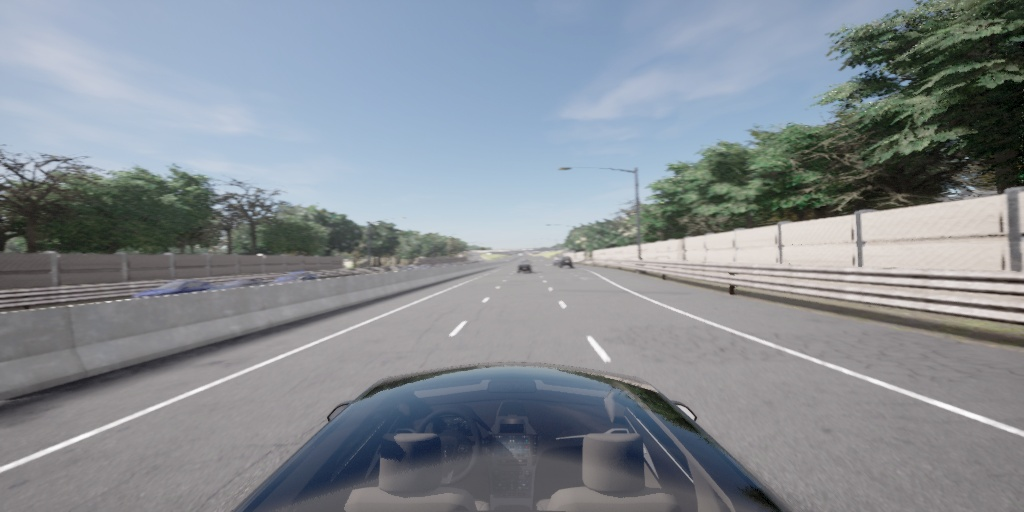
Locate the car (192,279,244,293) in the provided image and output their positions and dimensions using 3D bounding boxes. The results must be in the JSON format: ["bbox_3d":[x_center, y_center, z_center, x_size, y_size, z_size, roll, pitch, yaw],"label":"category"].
[{"bbox_3d":[-16.959,2.151,22.423,1.994,1.385,4.181,-2,0,2],"label":"car"}]

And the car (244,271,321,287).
[{"bbox_3d":[-13.473,1.936,22.172,2.128,1.511,4.902,-2,0,2],"label":"car"}]

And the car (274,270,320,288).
[{"bbox_3d":[-22.583,2.413,37.892,1.882,1.535,5.008,-2,0,-1],"label":"car"}]

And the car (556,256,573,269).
[{"bbox_3d":[9.441,1.116,63.100,2.150,2.045,5.566,-2,-1,3],"label":"car"}]

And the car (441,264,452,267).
[{"bbox_3d":[-11.576,2.224,63.223,1.837,1.490,4.892,-2,0,3],"label":"car"}]

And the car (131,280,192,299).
[{"bbox_3d":[-20.477,2.252,22.133,1.812,1.442,4.674,-2,-1,3],"label":"car"}]

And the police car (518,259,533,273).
[{"bbox_3d":[1.833,1.490,50.113,1.930,1.638,5.238,-2,-1,3],"label":"police car"}]

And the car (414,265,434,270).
[{"bbox_3d":[-15.069,2.370,63.345,2.128,1.511,4.902,-2,0,3],"label":"car"}]
